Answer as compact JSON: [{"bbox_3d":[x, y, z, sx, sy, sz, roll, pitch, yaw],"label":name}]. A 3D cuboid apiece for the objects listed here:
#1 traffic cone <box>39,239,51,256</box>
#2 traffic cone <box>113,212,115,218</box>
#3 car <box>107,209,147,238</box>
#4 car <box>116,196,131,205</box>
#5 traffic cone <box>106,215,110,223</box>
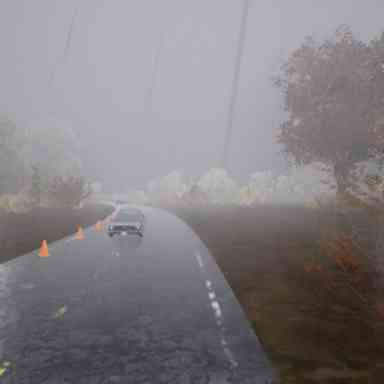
[{"bbox_3d":[-5.489,2.064,12.386,0.340,0.580,0.340,0,0,-3],"label":"traffic cone"},{"bbox_3d":[-7.454,2.231,32.059,0.340,0.580,0.340,0,0,-8],"label":"traffic cone"},{"bbox_3d":[-3.606,1.715,19.281,2.033,1.411,5.357,0,-1,-5],"label":"car"},{"bbox_3d":[-15.071,1.855,72.938,2.150,2.045,5.566,1,-1,-26],"label":"car"},{"bbox_3d":[-6.811,2.190,27.157,0.340,0.580,0.340,0,0,-7],"label":"traffic cone"}]
